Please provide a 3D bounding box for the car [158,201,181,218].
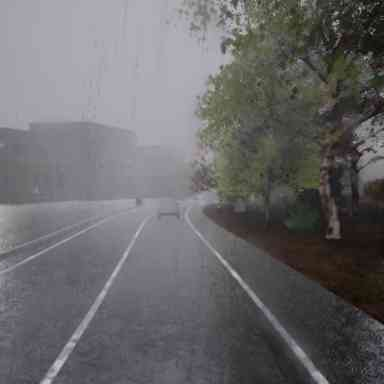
[{"bbox_3d":[-1.970,1.501,29.214,2.033,1.411,5.357,0,0,-2],"label":"car"}]
